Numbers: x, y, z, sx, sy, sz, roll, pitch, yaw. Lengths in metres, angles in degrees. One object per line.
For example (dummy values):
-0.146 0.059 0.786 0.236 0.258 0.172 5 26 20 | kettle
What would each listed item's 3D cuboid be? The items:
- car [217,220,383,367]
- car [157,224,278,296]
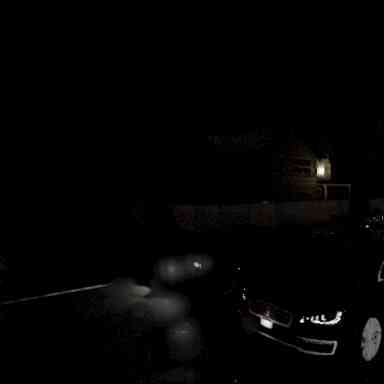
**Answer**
2.950 1.476 5.834 4.892 1.490 1.837 0 0 -36 | car
1.204 1.547 8.562 4.181 1.385 1.994 0 0 -34 | car
